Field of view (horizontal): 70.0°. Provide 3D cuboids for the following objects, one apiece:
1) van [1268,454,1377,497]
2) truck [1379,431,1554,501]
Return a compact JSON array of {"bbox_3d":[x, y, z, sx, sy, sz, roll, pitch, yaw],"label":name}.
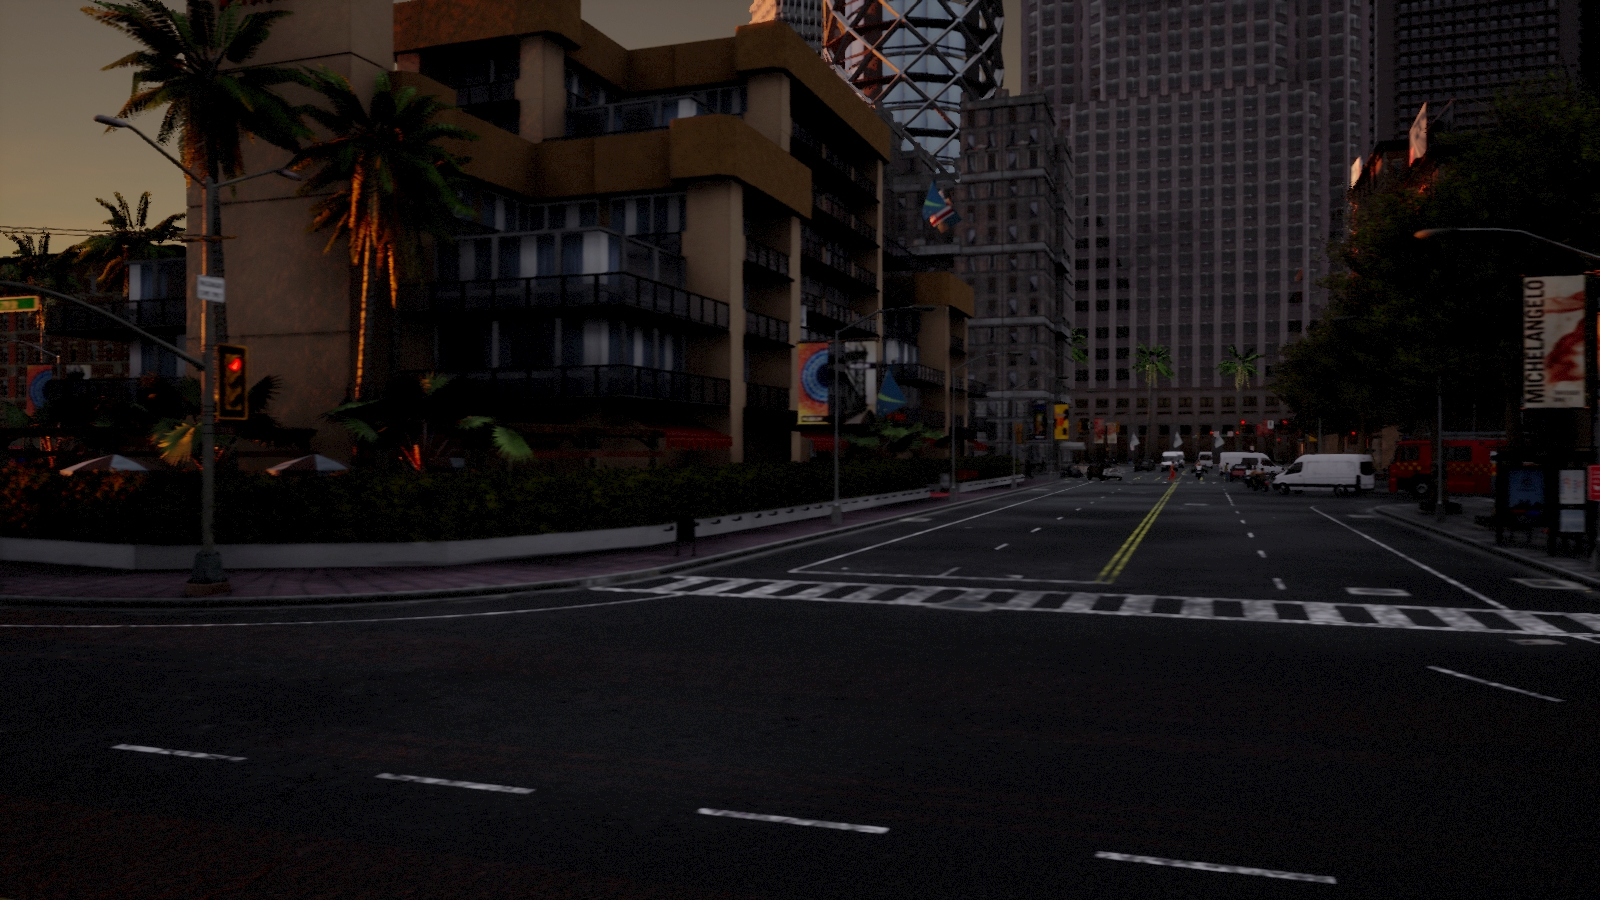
[{"bbox_3d":[32.352,1.533,70.973,1.988,2.561,5.915,0,0,-37],"label":"van"},{"bbox_3d":[37.927,0.889,65.435,8.468,3.827,2.891,0,0,26],"label":"truck"}]
